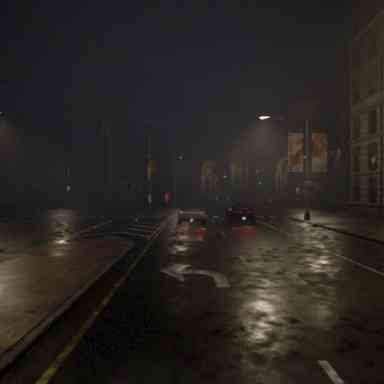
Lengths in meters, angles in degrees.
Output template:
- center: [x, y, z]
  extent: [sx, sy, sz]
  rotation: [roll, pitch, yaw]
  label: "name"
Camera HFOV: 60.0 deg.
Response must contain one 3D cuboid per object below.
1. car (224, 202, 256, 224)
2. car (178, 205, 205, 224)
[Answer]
- center: [3.516, 1.504, 24.698]
  extent: [1.837, 1.490, 4.892]
  rotation: [0, 0, 1]
  label: "car"
- center: [-0.029, 1.601, 24.656]
  extent: [1.895, 1.301, 4.718]
  rotation: [0, 0, 0]
  label: "car"
